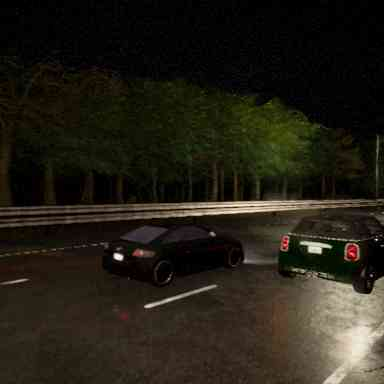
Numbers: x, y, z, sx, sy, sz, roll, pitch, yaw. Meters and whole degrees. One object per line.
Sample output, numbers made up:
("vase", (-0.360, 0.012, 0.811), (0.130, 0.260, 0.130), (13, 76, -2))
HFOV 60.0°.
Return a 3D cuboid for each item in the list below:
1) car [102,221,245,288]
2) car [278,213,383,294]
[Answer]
("car", (-0.334, 1.508, 9.251), (1.994, 1.385, 4.181), (1, 0, 44))
("car", (4.311, 1.364, 9.170), (2.097, 1.767, 4.553), (1, 0, 44))
